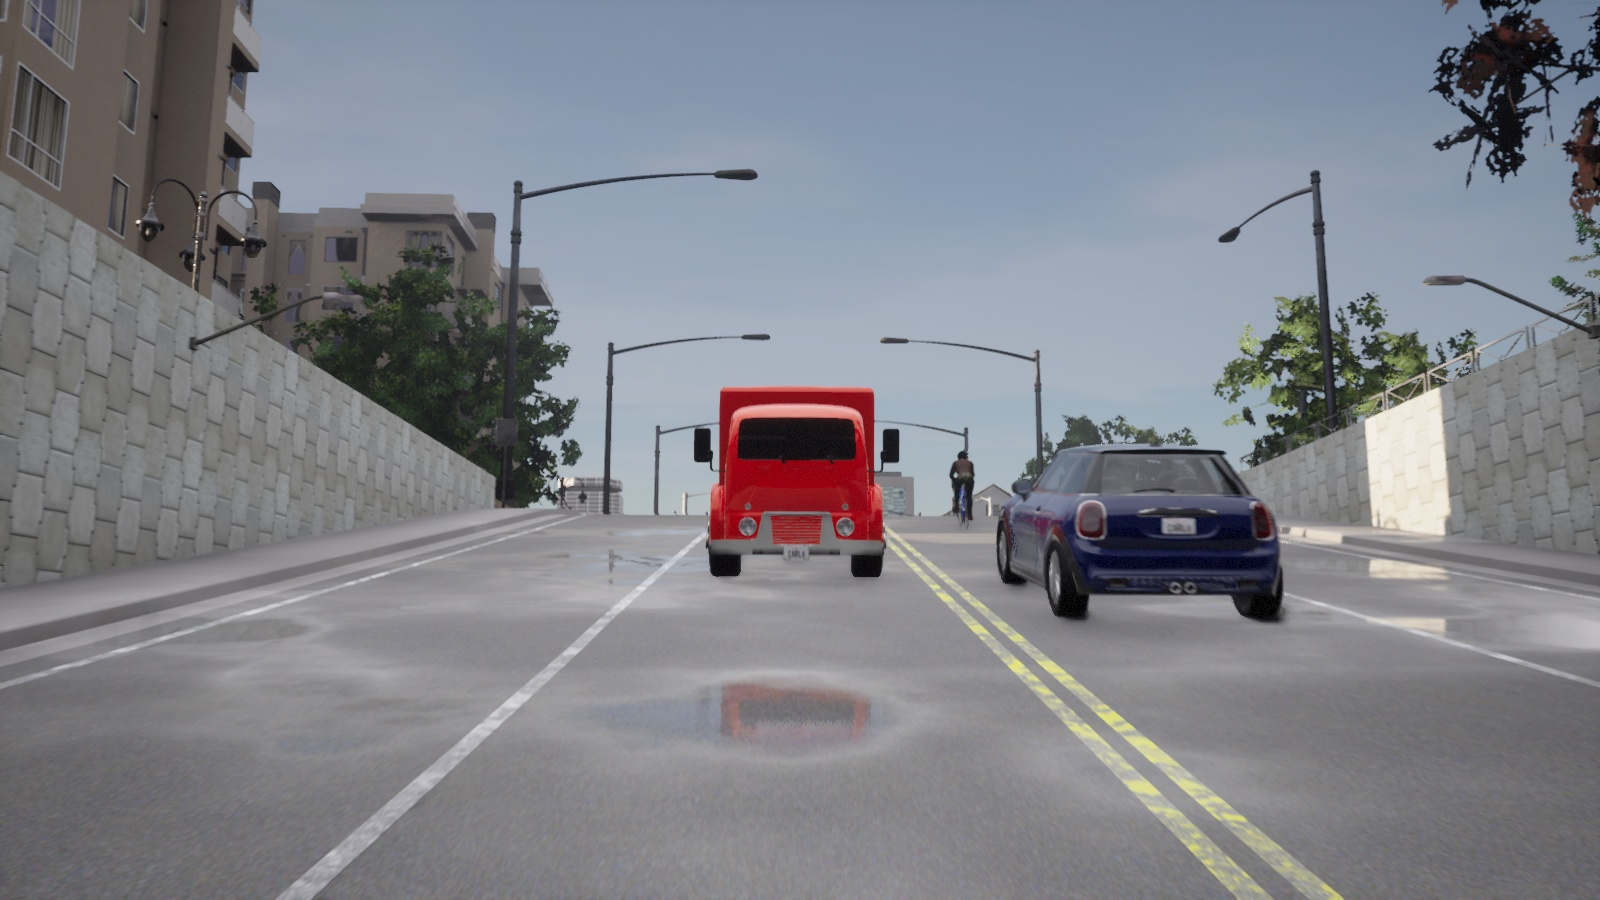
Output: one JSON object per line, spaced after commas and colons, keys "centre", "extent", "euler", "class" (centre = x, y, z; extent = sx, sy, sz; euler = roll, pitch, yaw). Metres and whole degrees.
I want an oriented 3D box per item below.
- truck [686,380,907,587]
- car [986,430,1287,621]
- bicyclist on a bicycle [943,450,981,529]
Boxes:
{"centre": [-0.047, 0.385, 17.610], "extent": [2.627, 2.467, 5.204], "euler": [0, 0, 0], "class": "truck"}
{"centre": [3.464, 0.710, 13.946], "extent": [2.097, 1.767, 4.553], "euler": [0, 0, 0], "class": "car"}
{"centre": [3.431, 0.827, 26.683], "extent": [0.582, 1.620, 1.656], "euler": [0, -1, 0], "class": "bicyclist on a bicycle"}
